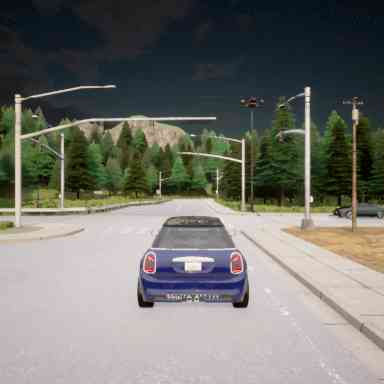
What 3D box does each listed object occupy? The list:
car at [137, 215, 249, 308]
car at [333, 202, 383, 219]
[{"bbox_3d":[0.037,1.348,8.090,2.097,1.767,4.553,0,0,0],"label":"car"},{"bbox_3d":[14.499,1.591,28.718,4.181,1.385,1.994,0,0,1],"label":"car"}]
